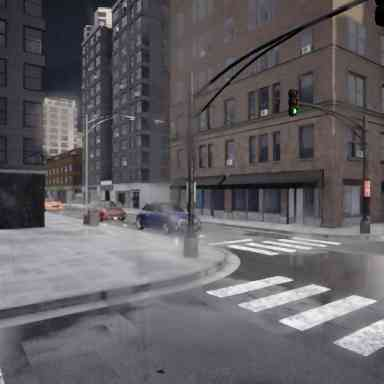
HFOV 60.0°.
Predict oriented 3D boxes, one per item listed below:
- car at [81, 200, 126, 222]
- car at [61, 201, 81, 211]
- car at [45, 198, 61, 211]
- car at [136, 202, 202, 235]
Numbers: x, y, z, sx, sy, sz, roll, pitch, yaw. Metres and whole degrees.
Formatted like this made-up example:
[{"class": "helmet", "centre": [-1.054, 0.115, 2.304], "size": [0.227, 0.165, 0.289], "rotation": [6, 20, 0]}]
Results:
[{"class": "car", "centre": [-7.217, 1.464, 27.588], "size": [2.097, 1.767, 4.553], "rotation": [0, 0, -35]}, {"class": "car", "centre": [-15.344, 1.795, 44.032], "size": [1.895, 1.301, 4.718], "rotation": [0, 0, -36]}, {"class": "car", "centre": [-18.299, 1.545, 43.174], "size": [2.097, 1.767, 4.553], "rotation": [0, 0, -35]}, {"class": "car", "centre": [-1.447, 1.420, 19.504], "size": [2.097, 1.767, 4.553], "rotation": [0, 0, -38]}]
